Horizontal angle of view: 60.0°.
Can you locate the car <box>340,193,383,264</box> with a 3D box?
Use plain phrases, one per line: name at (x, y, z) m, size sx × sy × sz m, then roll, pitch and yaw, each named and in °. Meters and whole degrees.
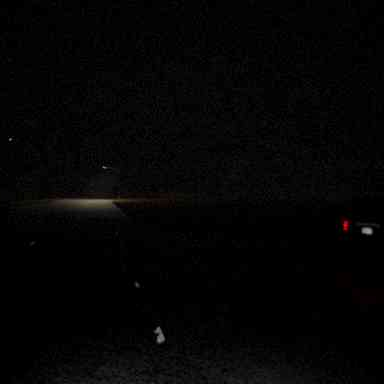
car at (6.797, 1.032, 9.611) m, size 5.566 × 2.045 × 2.150 m, roll -1°, pitch 0°, yaw -27°
